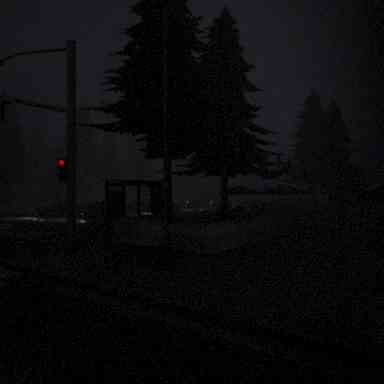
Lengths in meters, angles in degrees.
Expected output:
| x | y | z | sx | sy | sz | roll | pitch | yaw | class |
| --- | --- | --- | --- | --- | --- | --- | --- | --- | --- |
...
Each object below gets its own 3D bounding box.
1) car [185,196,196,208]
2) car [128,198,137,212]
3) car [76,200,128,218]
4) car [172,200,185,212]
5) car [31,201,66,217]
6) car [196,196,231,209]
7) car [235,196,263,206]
| x | y | z | sx | sy | sz | roll | pitch | yaw | class |
| --- | --- | --- | --- | --- | --- | --- | --- | --- | --- |
| 0.228 | 1.334 | 46.497 | 4.553 | 1.767 | 2.097 | 0 | 0 | -44 | car |
| -6.249 | 1.475 | 38.863 | 2.128 | 1.511 | 4.902 | 0 | 0 | 37 | car |
| -8.444 | 1.484 | 30.020 | 1.837 | 1.490 | 4.892 | 0 | 0 | 36 | car |
| -3.134 | 1.542 | 37.164 | 1.994 | 1.385 | 4.181 | 0 | 0 | 38 | car |
| -12.008 | 1.531 | 31.091 | 2.033 | 1.411 | 5.357 | 0 | 0 | 36 | car |
| 3.228 | 1.328 | 44.578 | 4.553 | 1.767 | 2.097 | 0 | 0 | -44 | car |
| 9.238 | 1.454 | 53.571 | 5.008 | 1.535 | 1.882 | 0 | 0 | -31 | car |
